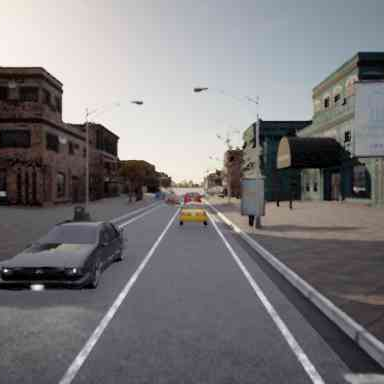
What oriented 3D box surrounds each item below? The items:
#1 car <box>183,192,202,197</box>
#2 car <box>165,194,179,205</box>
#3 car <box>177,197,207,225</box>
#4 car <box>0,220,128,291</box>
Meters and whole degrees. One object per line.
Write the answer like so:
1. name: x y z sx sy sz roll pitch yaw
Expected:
1. car: 0.087 0.994 41.984 2.150 2.045 5.566 0 0 0
2. car: -3.079 1.051 51.889 2.097 1.767 4.553 0 0 0
3. car: 0.093 1.368 23.405 1.801 1.575 5.366 0 0 0
4. car: -3.104 1.532 9.341 2.033 1.411 5.357 0 0 0
